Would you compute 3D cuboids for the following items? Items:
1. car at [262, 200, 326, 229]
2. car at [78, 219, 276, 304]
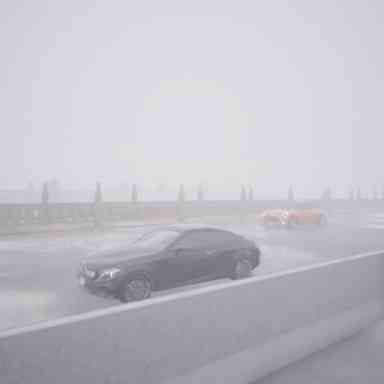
[{"bbox_3d":[6.638,1.374,21.609,4.553,1.767,2.097,0,0,-35],"label":"car"},{"bbox_3d":[-0.314,1.529,8.064,4.674,1.442,1.812,0,0,-35],"label":"car"}]
